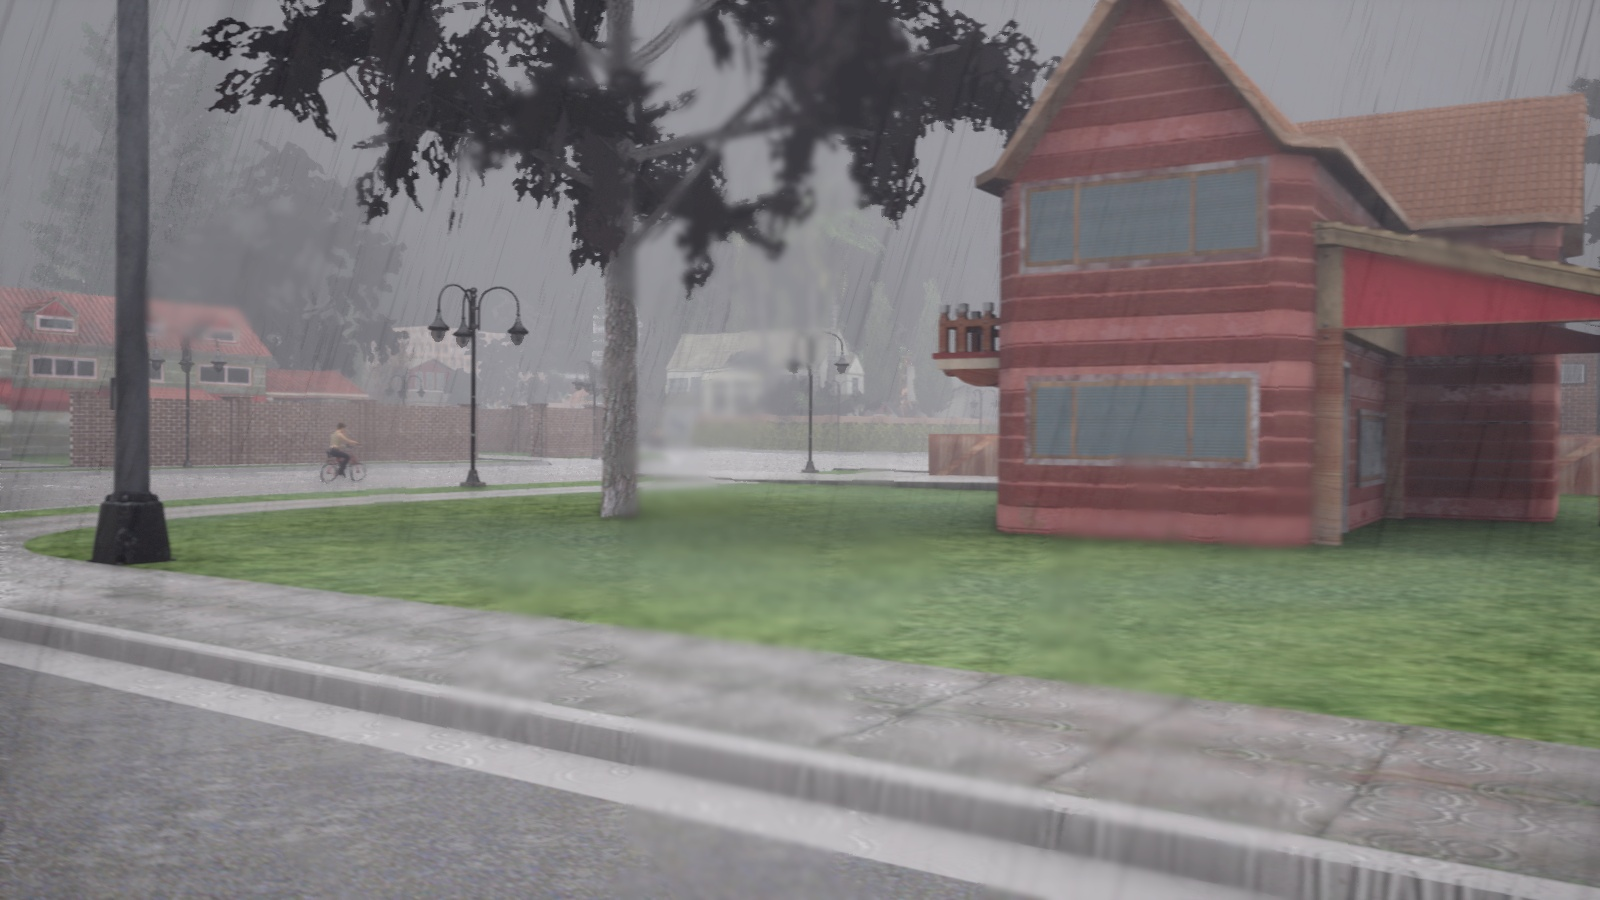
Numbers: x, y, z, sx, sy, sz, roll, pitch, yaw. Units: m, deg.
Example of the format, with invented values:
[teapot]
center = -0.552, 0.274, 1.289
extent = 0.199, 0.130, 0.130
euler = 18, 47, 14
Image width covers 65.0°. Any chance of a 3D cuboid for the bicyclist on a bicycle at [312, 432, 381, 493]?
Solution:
[bicyclist on a bicycle]
center = -12.174, 0.317, 33.762
extent = 0.866, 1.612, 1.509
euler = 0, 1, 32
